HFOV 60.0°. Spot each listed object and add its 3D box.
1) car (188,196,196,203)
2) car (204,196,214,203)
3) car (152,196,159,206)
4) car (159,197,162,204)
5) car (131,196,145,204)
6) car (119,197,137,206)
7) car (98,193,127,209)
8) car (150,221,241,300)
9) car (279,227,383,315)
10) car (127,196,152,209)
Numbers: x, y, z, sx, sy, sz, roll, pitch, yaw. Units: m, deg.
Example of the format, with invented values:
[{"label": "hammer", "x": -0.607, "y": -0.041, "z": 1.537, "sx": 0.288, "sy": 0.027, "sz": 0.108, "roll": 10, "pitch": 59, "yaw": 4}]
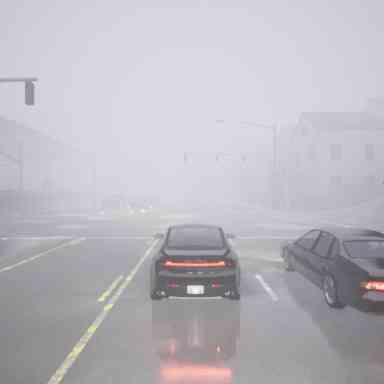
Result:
[{"label": "car", "x": 0.007, "y": 1.529, "z": 69.150, "sx": 2.033, "sy": 1.411, "sz": 5.357, "roll": 0, "pitch": 0, "yaw": 0}, {"label": "car", "x": 3.505, "y": 1.527, "z": 69.150, "sx": 2.033, "sy": 1.411, "sz": 5.357, "roll": 0, "pitch": 0, "yaw": 0}, {"label": "car", "x": -7.085, "y": 1.490, "z": 54.619, "sx": 1.837, "sy": 1.490, "sz": 4.892, "roll": 0, "pitch": 0, "yaw": 0}, {"label": "car", "x": -7.032, "y": 1.530, "z": 65.030, "sx": 2.033, "sy": 1.411, "sz": 5.357, "roll": 0, "pitch": 0, "yaw": 1}, {"label": "car", "x": -10.527, "y": 1.487, "z": 65.388, "sx": 1.837, "sy": 1.490, "sz": 4.892, "roll": 0, "pitch": 0, "yaw": 0}, {"label": "car", "x": -10.582, "y": 1.533, "z": 55.196, "sx": 2.033, "sy": 1.411, "sz": 5.357, "roll": 0, "pitch": 0, "yaw": 0}, {"label": "car", "x": -10.596, "y": 1.209, "z": 44.950, "sx": 2.150, "sy": 2.045, "sz": 5.566, "roll": 0, "pitch": 0, "yaw": 0}, {"label": "car", "x": 0.076, "y": 1.502, "z": 8.384, "sx": 1.837, "sy": 1.490, "sz": 4.892, "roll": 0, "pitch": 0, "yaw": 0}, {"label": "car", "x": 3.576, "y": 1.545, "z": 7.808, "sx": 2.033, "sy": 1.411, "sz": 5.357, "roll": 0, "pitch": 0, "yaw": 0}, {"label": "car", "x": -7.094, "y": 1.465, "z": 45.164, "sx": 1.882, "sy": 1.535, "sz": 5.008, "roll": 0, "pitch": 0, "yaw": 0}]
